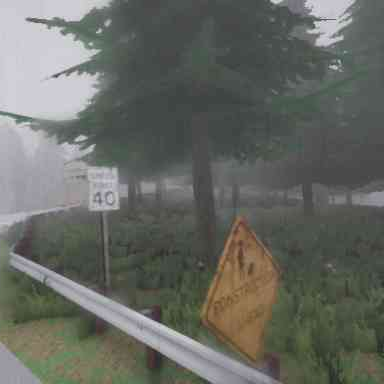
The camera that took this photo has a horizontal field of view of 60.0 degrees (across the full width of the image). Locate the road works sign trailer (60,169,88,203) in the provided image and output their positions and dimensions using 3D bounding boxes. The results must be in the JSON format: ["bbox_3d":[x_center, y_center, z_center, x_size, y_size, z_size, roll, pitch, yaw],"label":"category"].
[{"bbox_3d":[-10.967,-0.356,31.689,2.380,3.560,2.880,-3,1,9],"label":"road works sign trailer"}]

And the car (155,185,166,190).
[{"bbox_3d":[-6.737,-0.675,71.315,1.812,1.442,4.674,-4,2,7],"label":"car"}]
